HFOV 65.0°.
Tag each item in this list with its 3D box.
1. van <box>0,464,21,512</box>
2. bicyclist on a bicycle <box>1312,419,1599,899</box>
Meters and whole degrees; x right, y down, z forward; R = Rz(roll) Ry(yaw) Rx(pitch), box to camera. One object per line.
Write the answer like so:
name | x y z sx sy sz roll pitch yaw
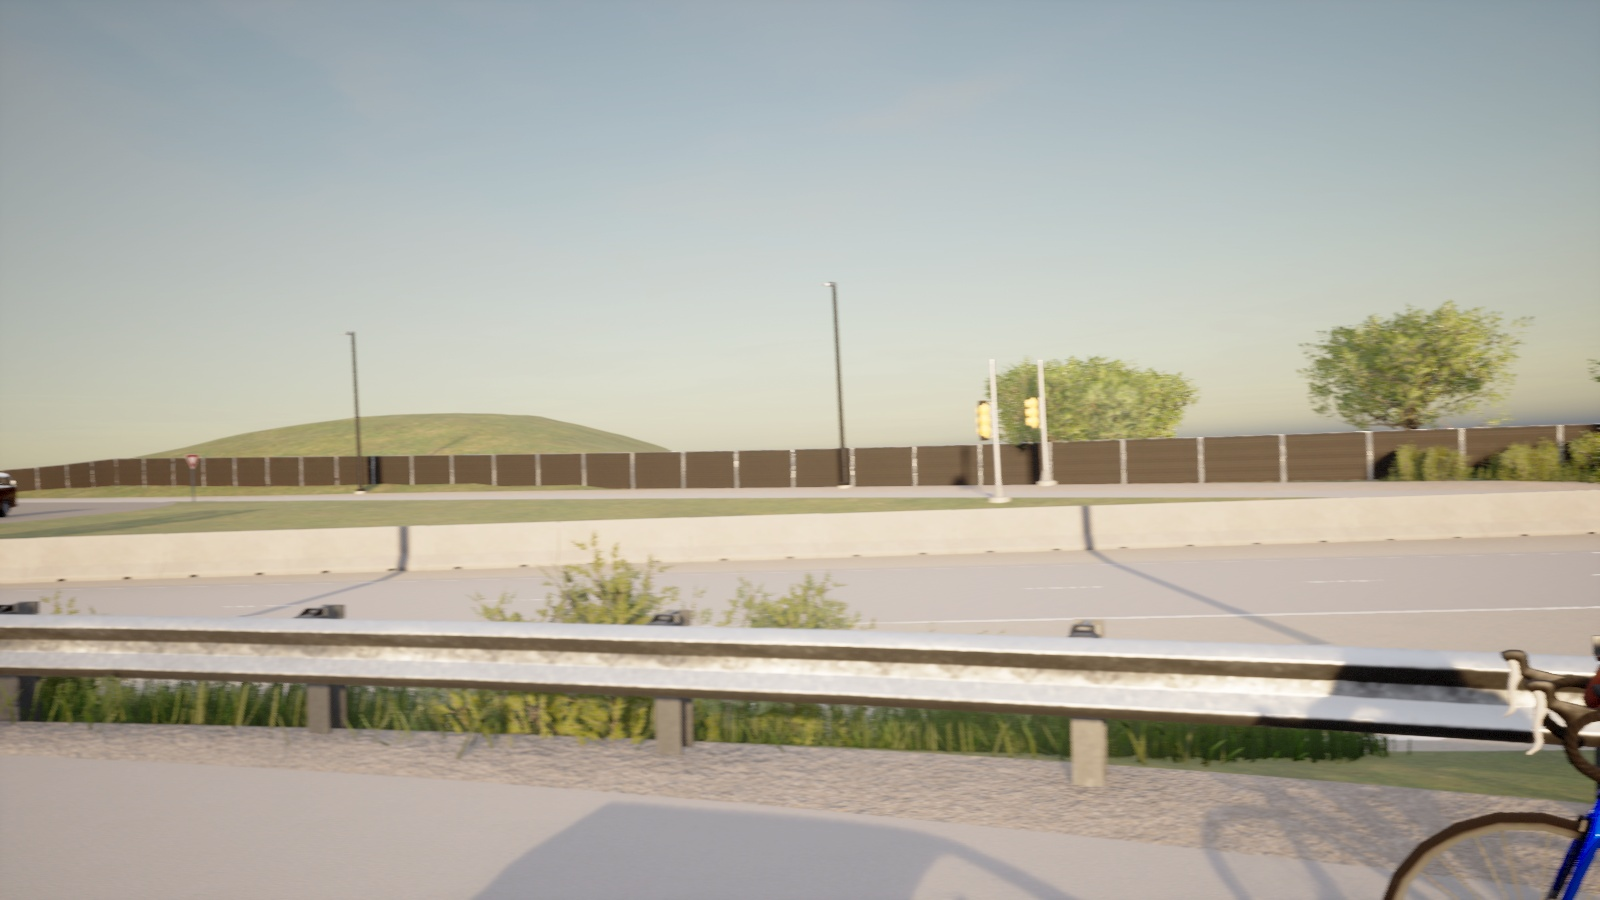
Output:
van | -35.237 1.669 53.068 2.069 2.038 4.480 -1 0 -4
bicyclist on a bicycle | 2.050 0.738 2.808 1.656 1.620 0.582 0 1 24
